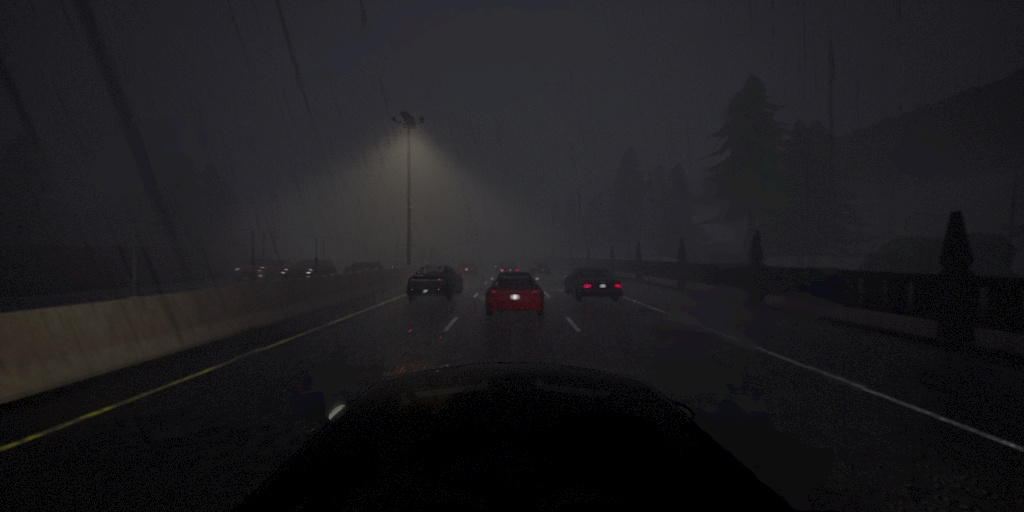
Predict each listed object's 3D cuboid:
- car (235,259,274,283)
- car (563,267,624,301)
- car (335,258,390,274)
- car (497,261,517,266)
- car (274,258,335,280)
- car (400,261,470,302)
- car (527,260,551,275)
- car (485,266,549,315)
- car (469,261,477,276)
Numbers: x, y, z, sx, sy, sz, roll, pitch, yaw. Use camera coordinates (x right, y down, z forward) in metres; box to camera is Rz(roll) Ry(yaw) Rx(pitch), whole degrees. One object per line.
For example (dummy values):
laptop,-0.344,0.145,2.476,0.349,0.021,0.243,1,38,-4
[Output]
car,-17.842,0.974,26.202,2.097,1.767,4.553,0,0,-3
car,3.593,1.221,16.689,2.033,1.411,5.357,0,0,0
car,-10.809,1.126,26.323,1.837,1.490,4.892,0,0,-3
car,-0.436,1.146,31.157,2.033,1.411,5.357,0,0,-5
car,-14.299,0.978,25.545,2.097,1.767,4.553,0,0,-3
car,-3.407,1.165,16.513,2.128,1.511,4.902,0,0,0
car,2.582,1.101,35.574,1.812,1.442,4.674,0,0,-7
car,0.095,1.254,13.294,1.994,1.385,4.181,0,0,0
car,-4.316,1.146,34.202,1.994,1.385,4.181,0,0,-7
